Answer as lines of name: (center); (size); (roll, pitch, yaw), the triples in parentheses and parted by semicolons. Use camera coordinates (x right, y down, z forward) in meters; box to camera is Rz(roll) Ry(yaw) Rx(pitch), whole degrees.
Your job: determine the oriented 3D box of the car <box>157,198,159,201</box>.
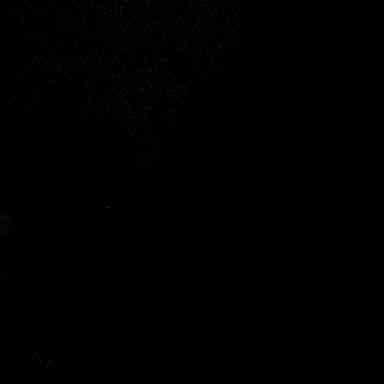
car: (-4.992, 1.453, 43.716); (2.033, 1.411, 5.357); (0, 0, 32)
